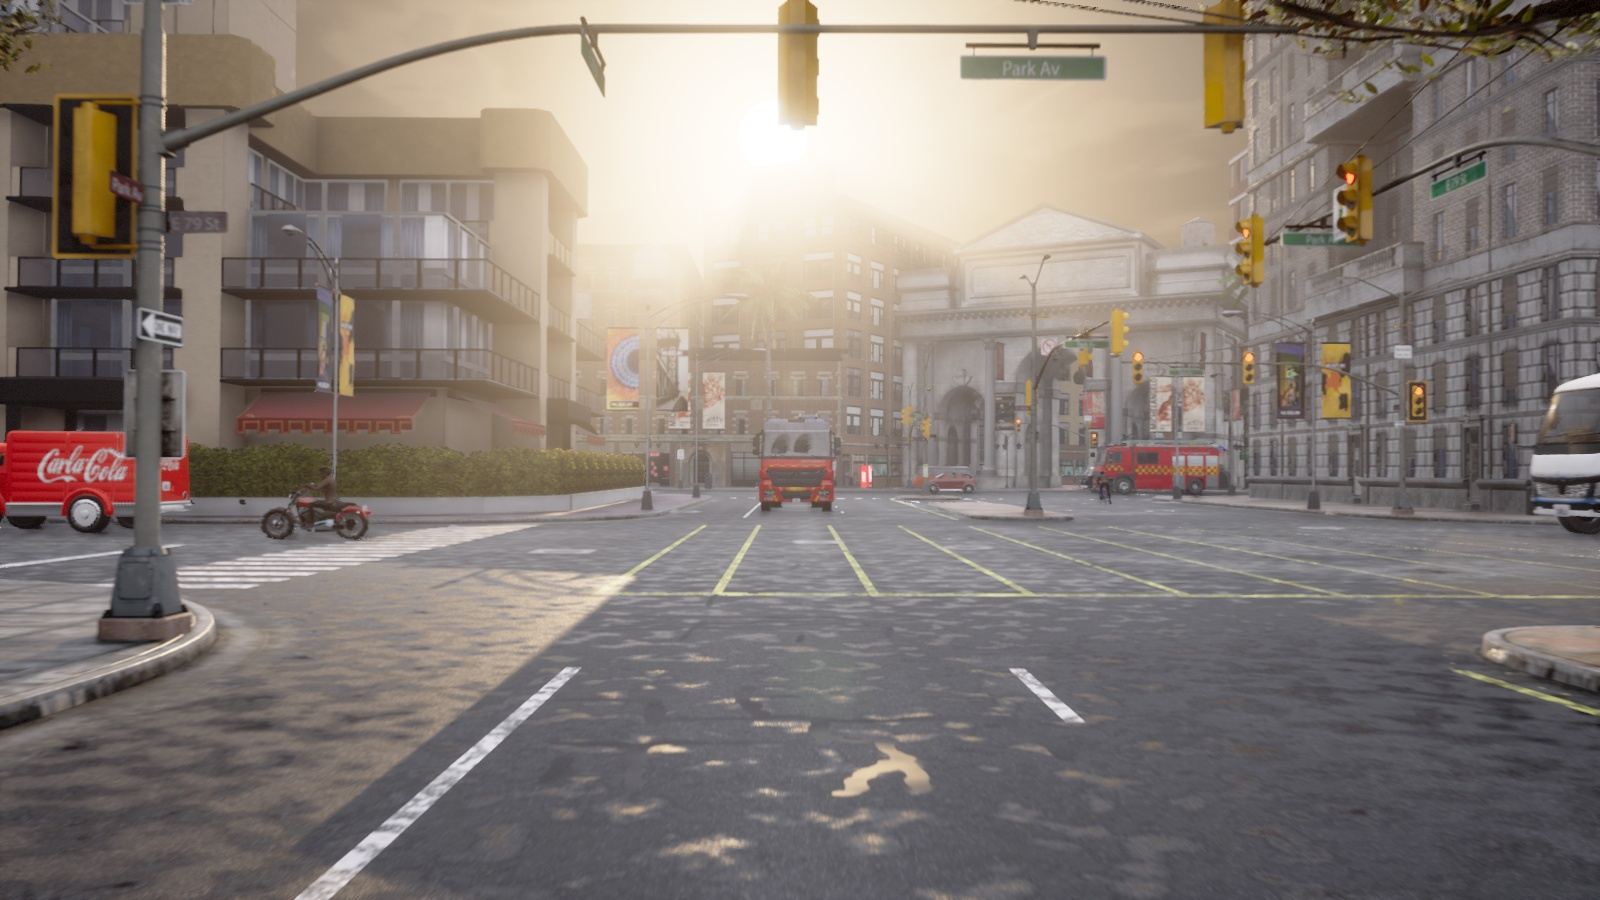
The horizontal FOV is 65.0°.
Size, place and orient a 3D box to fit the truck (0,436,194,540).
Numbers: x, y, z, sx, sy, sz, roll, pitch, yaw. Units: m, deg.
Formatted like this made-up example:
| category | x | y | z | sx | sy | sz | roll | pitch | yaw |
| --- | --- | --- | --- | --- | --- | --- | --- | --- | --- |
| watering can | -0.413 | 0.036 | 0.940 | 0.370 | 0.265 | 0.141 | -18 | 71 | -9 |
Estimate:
| category | x | y | z | sx | sy | sz | roll | pitch | yaw |
| --- | --- | --- | --- | --- | --- | --- | --- | --- | --- |
| truck | -18.283 | 0.923 | 31.180 | 5.204 | 2.467 | 2.627 | 0 | -1 | 0 |

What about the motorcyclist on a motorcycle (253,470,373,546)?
| category | x | y | z | sx | sy | sz | roll | pitch | yaw |
| --- | --- | --- | --- | --- | --- | --- | --- | --- | --- |
| motorcyclist on a motorcycle | -10.737 | 1.272 | 27.734 | 2.350 | 1.649 | 0.766 | 0 | -1 | 0 |

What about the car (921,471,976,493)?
| category | x | y | z | sx | sy | sz | roll | pitch | yaw |
| --- | --- | --- | --- | --- | --- | --- | --- | --- | --- |
| car | 10.593 | 2.250 | 89.574 | 3.705 | 1.549 | 1.789 | 0 | -1 | 0 |

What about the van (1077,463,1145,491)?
| category | x | y | z | sx | sy | sz | roll | pitch | yaw |
| --- | --- | --- | --- | --- | --- | --- | --- | --- | --- |
| van | 23.025 | 2.003 | 93.004 | 4.480 | 2.038 | 2.069 | 0 | -1 | 0 |

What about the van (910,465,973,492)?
| category | x | y | z | sx | sy | sz | roll | pitch | yaw |
| --- | --- | --- | --- | --- | --- | --- | --- | --- | --- |
| van | 10.451 | 2.084 | 93.077 | 4.442 | 1.987 | 1.775 | 0 | -1 | 0 |

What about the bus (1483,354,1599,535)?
| category | x | y | z | sx | sy | sz | roll | pitch | yaw |
| --- | --- | --- | --- | --- | --- | --- | --- | --- | --- |
| bus | 23.381 | -0.128 | 31.532 | 10.273 | 4.253 | 3.944 | 0 | -1 | 0 |

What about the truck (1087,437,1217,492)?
| category | x | y | z | sx | sy | sz | roll | pitch | yaw |
| --- | --- | --- | --- | --- | --- | --- | --- | --- | --- |
| truck | 25.000 | 1.048 | 89.507 | 8.468 | 3.827 | 2.891 | 0 | -1 | 0 |

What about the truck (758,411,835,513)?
| category | x | y | z | sx | sy | sz | roll | pitch | yaw |
| --- | --- | --- | --- | --- | --- | --- | --- | --- | --- |
| truck | -0.131 | 0.514 | 51.565 | 2.891 | 3.827 | 8.468 | 0 | -1 | 0 |
